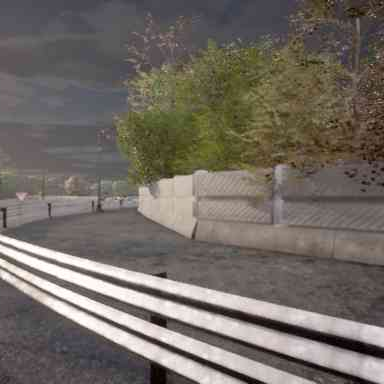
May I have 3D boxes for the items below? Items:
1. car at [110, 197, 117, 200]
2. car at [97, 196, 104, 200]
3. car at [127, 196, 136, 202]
[{"bbox_3d":[-21.639,1.961,92.004,1.994,1.385,4.181,0,0,-14],"label":"car"},{"bbox_3d":[-25.067,1.908,91.298,1.837,1.490,4.892,0,0,-14],"label":"car"},{"bbox_3d":[-16.716,1.923,91.514,1.812,1.442,4.674,0,0,1],"label":"car"}]
